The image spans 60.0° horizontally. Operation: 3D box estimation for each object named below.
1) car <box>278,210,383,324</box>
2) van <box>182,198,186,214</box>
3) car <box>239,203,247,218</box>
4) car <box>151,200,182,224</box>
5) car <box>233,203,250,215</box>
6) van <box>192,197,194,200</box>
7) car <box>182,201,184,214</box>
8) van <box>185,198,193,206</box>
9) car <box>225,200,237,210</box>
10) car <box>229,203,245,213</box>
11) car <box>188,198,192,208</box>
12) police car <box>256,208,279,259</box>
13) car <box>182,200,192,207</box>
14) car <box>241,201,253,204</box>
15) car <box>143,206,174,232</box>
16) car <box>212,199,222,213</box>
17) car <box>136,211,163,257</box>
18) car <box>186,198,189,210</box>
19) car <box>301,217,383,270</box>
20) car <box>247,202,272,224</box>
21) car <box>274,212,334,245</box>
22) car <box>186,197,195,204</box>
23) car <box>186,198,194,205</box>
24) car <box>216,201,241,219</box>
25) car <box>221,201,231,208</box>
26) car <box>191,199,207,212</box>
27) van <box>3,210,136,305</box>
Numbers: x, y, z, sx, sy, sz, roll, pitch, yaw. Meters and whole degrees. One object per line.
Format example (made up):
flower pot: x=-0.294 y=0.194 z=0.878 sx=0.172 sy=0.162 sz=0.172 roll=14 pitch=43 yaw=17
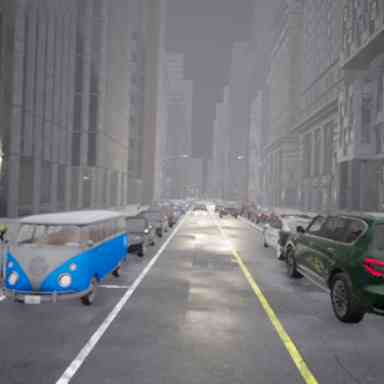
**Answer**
car: x=3.838 y=1.434 z=7.713 sx=2.150 sy=2.045 sz=5.566 roll=2 pitch=-1 yaw=1
van: x=-1.889 y=1.726 z=35.986 sx=1.690 sy=1.788 sz=3.998 roll=2 pitch=-1 yaw=2
car: x=6.623 y=2.220 z=35.756 sx=1.947 sy=1.339 sz=4.313 roll=2 pitch=-1 yaw=2
car: x=-2.197 y=1.551 z=24.718 sx=2.192 sy=1.841 sz=5.009 roll=2 pitch=-1 yaw=2
car: x=6.932 y=2.348 z=47.024 sx=1.887 sy=1.381 sz=4.507 roll=2 pitch=-1 yaw=2
van: x=-1.116 y=2.100 z=64.156 sx=1.690 sy=1.788 sz=3.998 roll=2 pitch=-1 yaw=2
car: x=-2.049 y=1.855 z=30.349 sx=1.887 sy=1.381 sz=4.507 roll=2 pitch=-1 yaw=2
van: x=-0.653 y=2.329 z=81.058 sx=1.690 sy=1.788 sz=3.998 roll=2 pitch=-1 yaw=2
car: x=7.399 y=2.468 z=63.925 sx=1.967 sy=1.590 sz=4.097 roll=2 pitch=-1 yaw=2
car: x=7.086 y=2.444 z=52.657 sx=1.947 sy=1.339 sz=4.313 roll=2 pitch=-1 yaw=2
car: x=-1.428 y=2.050 z=52.887 sx=1.967 sy=1.590 sz=4.097 roll=2 pitch=-1 yaw=2
police car: x=4.165 y=1.729 z=13.791 sx=1.930 sy=1.638 sz=5.238 roll=2 pitch=-1 yaw=2
car: x=-0.972 y=2.358 z=69.618 sx=1.752 sy=1.417 sz=4.829 roll=2 pitch=-1 yaw=2
car: x=6.784 y=2.044 z=41.393 sx=2.192 sy=1.841 sz=5.009 roll=2 pitch=-1 yaw=2
car: x=-2.359 y=1.727 z=19.081 sx=1.947 sy=1.339 sz=4.313 roll=2 pitch=-1 yaw=2
car: x=4.191 y=2.229 z=47.631 sx=1.837 sy=1.490 sz=4.892 roll=2 pitch=0 yaw=2
car: x=-2.513 y=1.653 z=13.447 sx=1.947 sy=1.339 sz=4.313 roll=2 pitch=-1 yaw=2
car: x=-1.737 y=1.900 z=41.619 sx=1.967 sy=1.590 sz=4.097 roll=2 pitch=-1 yaw=2
car: x=6.010 y=1.883 z=13.391 sx=1.752 sy=1.417 sz=4.829 roll=2 pitch=-1 yaw=2
car: x=6.472 y=2.020 z=30.123 sx=1.967 sy=1.590 sz=4.097 roll=2 pitch=-1 yaw=2
car: x=6.160 y=1.981 z=18.855 sx=2.008 sy=1.369 sz=4.403 roll=2 pitch=-1 yaw=2
car: x=-0.343 y=2.458 z=92.327 sx=2.192 sy=1.841 sz=5.009 roll=2 pitch=-1 yaw=2
car: x=-0.501 y=2.506 z=86.691 sx=1.967 sy=1.590 sz=4.097 roll=2 pitch=-1 yaw=2
car: x=3.943 y=2.085 z=36.678 sx=1.837 sy=1.490 sz=4.892 roll=2 pitch=-1 yaw=2
car: x=7.704 y=2.746 z=75.191 sx=1.947 sy=1.339 sz=4.313 roll=2 pitch=-1 yaw=2
car: x=1.220 y=2.207 z=48.770 sx=1.994 sy=1.385 sz=4.181 roll=2 pitch=-1 yaw=2
van: x=-2.661 y=1.354 z=7.815 sx=1.690 sy=1.788 sz=3.998 roll=2 pitch=-1 yaw=2
